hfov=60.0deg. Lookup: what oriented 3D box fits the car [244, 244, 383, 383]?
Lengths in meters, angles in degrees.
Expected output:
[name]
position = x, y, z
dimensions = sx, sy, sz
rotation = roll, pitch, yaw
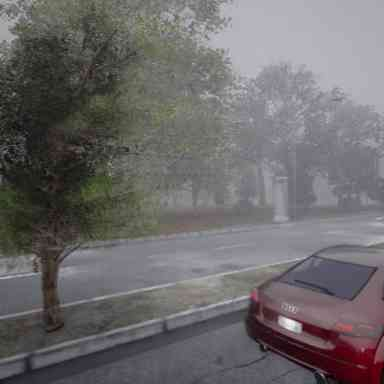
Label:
[car]
position = 2.797, 1.535, 5.128
dimensions = 4.181, 1.385, 1.994
rotation = 0, 0, -35
